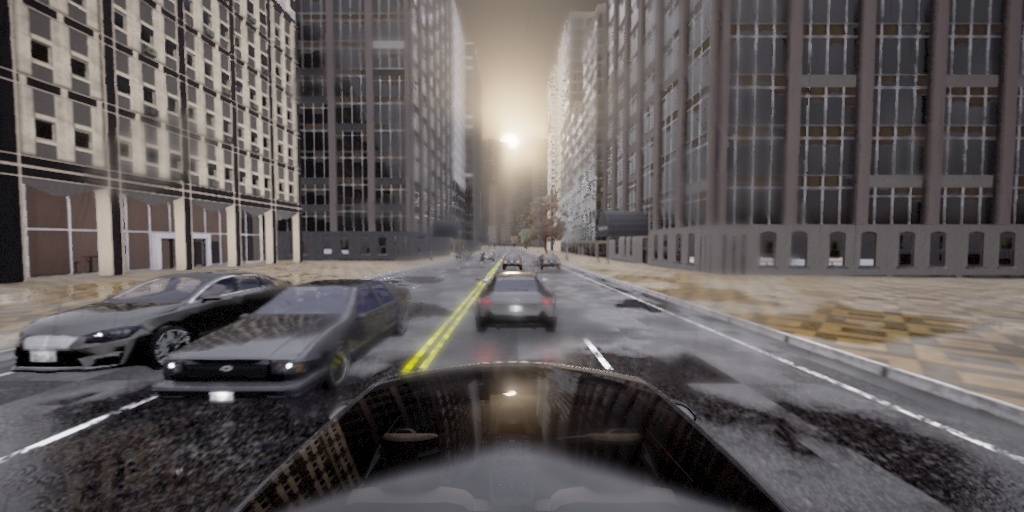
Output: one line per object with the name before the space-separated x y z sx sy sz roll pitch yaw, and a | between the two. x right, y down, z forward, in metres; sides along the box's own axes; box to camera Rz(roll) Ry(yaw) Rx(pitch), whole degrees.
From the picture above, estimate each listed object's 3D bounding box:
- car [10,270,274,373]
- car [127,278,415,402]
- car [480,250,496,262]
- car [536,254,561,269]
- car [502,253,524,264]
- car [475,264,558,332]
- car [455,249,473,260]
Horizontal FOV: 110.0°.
car | -6.599 1.093 7.491 2.128 1.511 4.902 0 1 0
car | -3.350 1.167 6.789 2.033 1.411 5.357 0 1 0
car | -3.247 -0.040 48.901 2.128 1.511 4.902 0 2 0
car | 3.372 0.472 33.606 2.033 1.411 5.357 0 1 -2
car | 0.081 0.462 33.958 2.033 1.411 5.357 0 1 2
car | 0.101 1.101 9.997 1.994 1.385 4.181 0 1 0
car | -6.497 -0.209 48.895 1.994 1.385 4.181 0 2 0
